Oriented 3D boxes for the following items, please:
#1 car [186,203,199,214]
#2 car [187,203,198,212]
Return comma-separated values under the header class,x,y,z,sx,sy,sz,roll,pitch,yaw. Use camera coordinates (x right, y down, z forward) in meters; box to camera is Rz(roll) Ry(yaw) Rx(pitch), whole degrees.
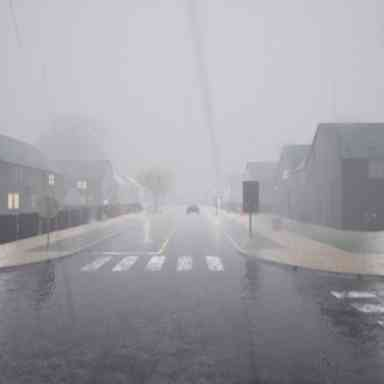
class,x,y,z,sx,sy,sz,roll,pitch,yaw
car,0.121,2.503,49.290,2.128,1.511,4.902,0,-1,0
car,0.149,2.737,59.707,1.882,1.535,5.008,0,-1,0
